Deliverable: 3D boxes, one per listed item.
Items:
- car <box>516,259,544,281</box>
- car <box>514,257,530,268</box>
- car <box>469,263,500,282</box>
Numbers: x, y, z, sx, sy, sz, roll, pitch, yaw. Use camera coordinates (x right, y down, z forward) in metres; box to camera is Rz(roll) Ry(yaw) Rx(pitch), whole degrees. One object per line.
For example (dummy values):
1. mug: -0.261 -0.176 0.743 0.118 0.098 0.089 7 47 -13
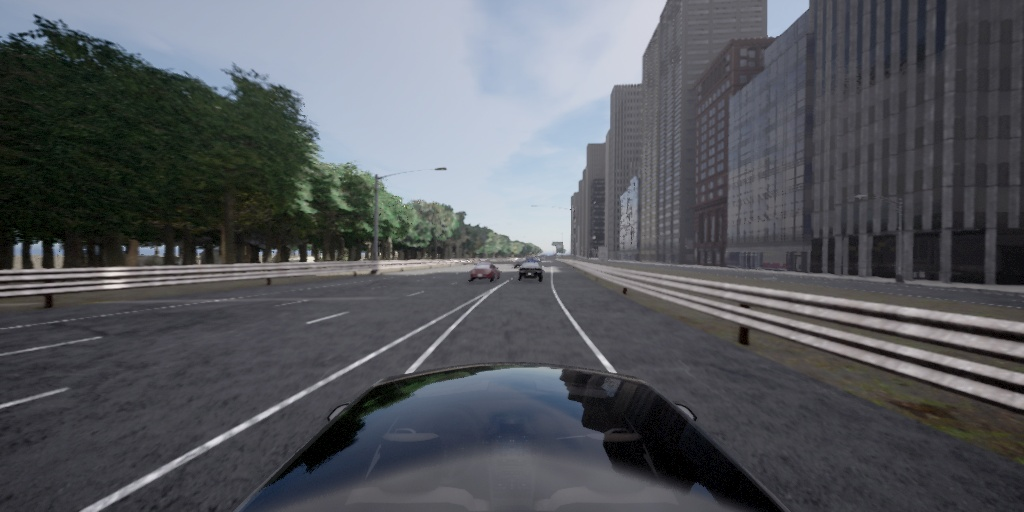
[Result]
1. car: 1.709 1.266 31.063 1.882 1.535 5.008 0 0 6
2. car: 1.478 1.315 61.269 1.837 1.490 4.892 1 0 6
3. car: -2.120 1.275 28.711 1.812 1.442 4.674 1 0 6
